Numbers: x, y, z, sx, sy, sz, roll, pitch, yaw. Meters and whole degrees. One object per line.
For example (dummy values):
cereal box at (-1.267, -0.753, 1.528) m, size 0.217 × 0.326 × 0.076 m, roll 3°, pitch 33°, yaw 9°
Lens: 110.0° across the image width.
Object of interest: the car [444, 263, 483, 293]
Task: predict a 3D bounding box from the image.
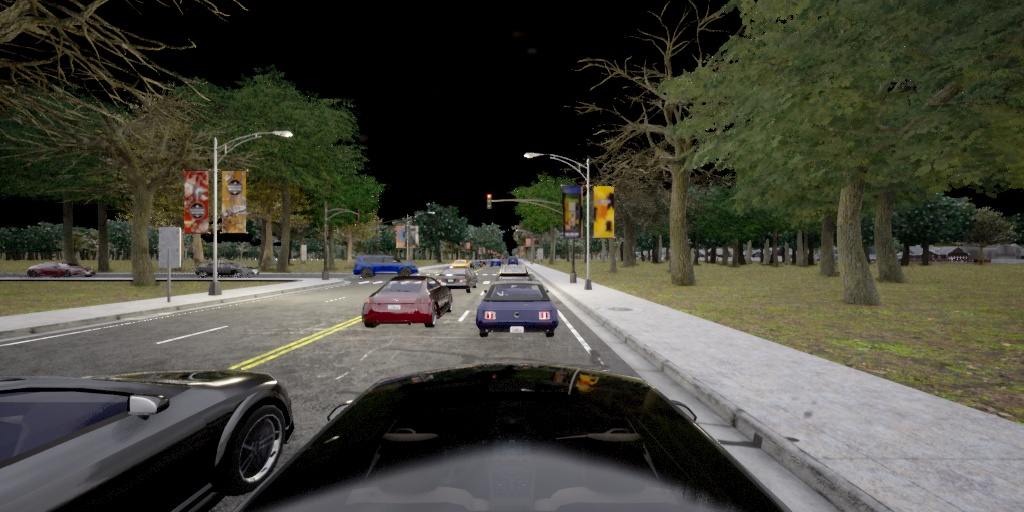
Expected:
car at (-3.098, 1.300, 20.667) m, size 2.033 × 1.411 × 5.357 m, roll 0°, pitch 0°, yaw 0°

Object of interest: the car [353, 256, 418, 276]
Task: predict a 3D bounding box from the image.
car at (-11.305, 0.979, 32.325) m, size 5.566 × 2.045 × 2.150 m, roll 0°, pitch 0°, yaw -12°

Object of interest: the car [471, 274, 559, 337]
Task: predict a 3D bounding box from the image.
car at (0.123, 1.351, 10.190) m, size 1.895 × 1.301 × 4.718 m, roll 0°, pitch 0°, yaw 0°

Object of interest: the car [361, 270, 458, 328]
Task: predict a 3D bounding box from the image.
car at (-3.117, 1.315, 11.426) m, size 1.994 × 1.385 × 4.181 m, roll 0°, pitch 0°, yaw -1°

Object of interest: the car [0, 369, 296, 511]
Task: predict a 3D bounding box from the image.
car at (-3.152, 1.314, 1.862) m, size 1.994 × 1.385 × 4.181 m, roll 0°, pitch 0°, yaw 0°

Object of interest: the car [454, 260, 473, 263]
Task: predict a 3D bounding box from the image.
car at (-6.474, 1.242, 45.465) m, size 1.882 × 1.535 × 5.008 m, roll 0°, pitch 0°, yaw 0°

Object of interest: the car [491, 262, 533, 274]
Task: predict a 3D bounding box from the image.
car at (0.129, 1.244, 19.444) m, size 2.128 × 1.511 × 4.902 m, roll 0°, pitch 0°, yaw 1°

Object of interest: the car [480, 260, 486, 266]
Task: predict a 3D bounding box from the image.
car at (-6.376, 1.346, 64.929) m, size 1.994 × 1.385 × 4.181 m, roll 0°, pitch 0°, yaw 0°

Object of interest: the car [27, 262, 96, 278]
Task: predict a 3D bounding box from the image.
car at (-39.720, 1.240, 31.617) m, size 4.674 × 1.442 × 1.812 m, roll 0°, pitch 0°, yaw 0°

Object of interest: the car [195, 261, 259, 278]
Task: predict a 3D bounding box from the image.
car at (-24.994, 1.221, 31.555) m, size 4.902 × 1.511 × 2.128 m, roll 0°, pitch 0°, yaw 0°

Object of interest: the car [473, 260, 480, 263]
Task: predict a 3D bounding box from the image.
car at (-6.435, 1.372, 54.872) m, size 1.895 × 1.301 × 4.718 m, roll 0°, pitch 0°, yaw 0°
